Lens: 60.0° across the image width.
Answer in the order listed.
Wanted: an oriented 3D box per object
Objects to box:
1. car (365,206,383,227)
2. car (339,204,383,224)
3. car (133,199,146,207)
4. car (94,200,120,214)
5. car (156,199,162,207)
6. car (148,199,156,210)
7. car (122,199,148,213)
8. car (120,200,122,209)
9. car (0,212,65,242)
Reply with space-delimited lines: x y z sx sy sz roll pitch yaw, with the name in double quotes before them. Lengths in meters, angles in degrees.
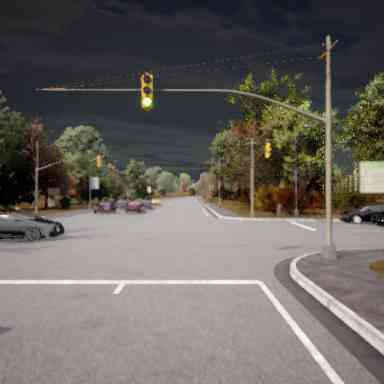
"car" 14.804 1.798 22.580 4.718 1.301 1.895 0 0 3
"car" 14.204 1.706 26.120 5.008 1.535 1.882 -1 -1 3
"car" -10.491 2.082 66.315 1.837 1.490 4.892 0 0 0
"car" -10.593 1.920 40.747 1.994 1.385 4.181 0 0 0
"car" -6.993 2.046 65.203 1.882 1.535 5.008 0 -1 0
"car" -7.078 1.950 51.254 1.837 1.490 4.892 0 0 0
"car" -7.090 1.843 41.851 1.882 1.535 5.008 0 0 0
"car" -10.581 1.945 50.653 1.837 1.490 4.892 0 0 0
"car" -8.697 1.712 16.804 4.181 1.385 1.994 0 0 3
